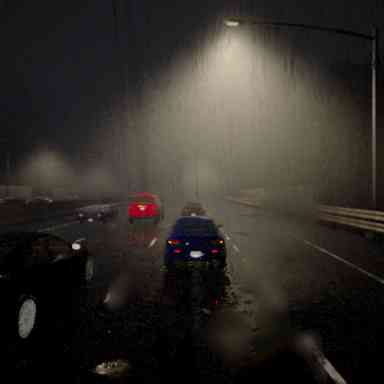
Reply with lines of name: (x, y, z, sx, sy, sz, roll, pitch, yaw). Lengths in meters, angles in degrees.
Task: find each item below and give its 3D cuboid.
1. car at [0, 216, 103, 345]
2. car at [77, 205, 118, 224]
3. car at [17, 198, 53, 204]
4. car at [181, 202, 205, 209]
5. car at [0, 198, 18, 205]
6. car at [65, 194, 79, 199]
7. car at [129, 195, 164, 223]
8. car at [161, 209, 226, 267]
car: (-3.398, 1.480, 6.402, 1.882, 1.535, 5.008, 0, 0, 0)
car: (-6.888, 1.617, 24.825, 1.895, 1.301, 4.718, 0, 0, 0)
car: (-17.572, 1.526, 38.407, 2.128, 1.511, 4.902, 0, 0, 0)
car: (0.111, 1.544, 27.459, 1.812, 1.442, 4.674, 0, 0, 0)
car: (-21.067, 1.541, 39.525, 1.837, 1.490, 4.892, 0, 0, 0)
car: (-27.968, 1.066, 77.798, 2.097, 1.767, 4.553, 0, 0, 0)
car: (-3.386, 1.238, 25.432, 2.150, 2.045, 5.566, 0, 0, 0)
car: (0.106, 1.530, 11.357, 1.812, 1.442, 4.674, 0, 0, 0)
